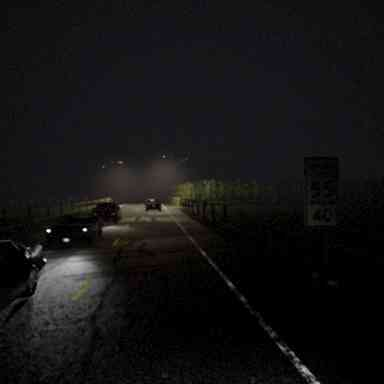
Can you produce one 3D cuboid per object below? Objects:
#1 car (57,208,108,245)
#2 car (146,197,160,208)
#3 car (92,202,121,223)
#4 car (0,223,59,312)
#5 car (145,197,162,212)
[{"bbox_3d":[-5.431,1.665,15.873,1.895,1.301,4.718,-1,0,-7],"label":"car"},{"bbox_3d":[-5.839,1.536,49.879,1.882,1.535,5.008,-1,0,-7],"label":"car"},{"bbox_3d":[-6.662,1.553,26.091,1.882,1.535,5.008,-1,0,-7],"label":"car"},{"bbox_3d":[-4.221,1.602,5.895,2.033,1.411,5.357,-1,0,-7],"label":"car"},{"bbox_3d":[-4.529,1.587,39.123,2.033,1.411,5.357,-1,0,-7],"label":"car"}]
